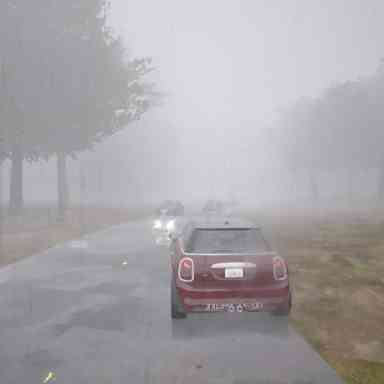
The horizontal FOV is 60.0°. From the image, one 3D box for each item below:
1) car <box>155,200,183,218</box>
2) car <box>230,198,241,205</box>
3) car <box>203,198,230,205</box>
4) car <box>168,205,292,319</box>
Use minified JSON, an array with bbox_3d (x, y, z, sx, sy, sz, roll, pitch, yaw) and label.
[{"bbox_3d":[-1.924,1.492,30.068,2.128,1.511,4.902,0,0,11],"label":"car"},{"bbox_3d":[5.381,1.532,45.731,1.895,1.301,4.718,0,1,22],"label":"car"},{"bbox_3d":[2.394,1.542,35.852,2.033,1.411,5.357,0,0,14],"label":"car"},{"bbox_3d":[0.565,1.352,7.599,2.097,1.767,4.553,0,0,-3],"label":"car"}]
